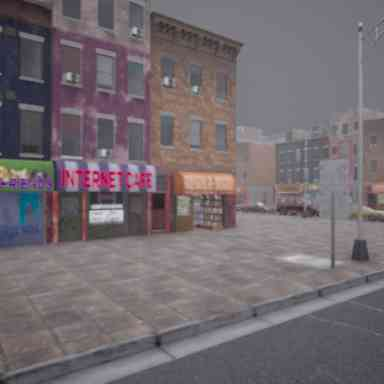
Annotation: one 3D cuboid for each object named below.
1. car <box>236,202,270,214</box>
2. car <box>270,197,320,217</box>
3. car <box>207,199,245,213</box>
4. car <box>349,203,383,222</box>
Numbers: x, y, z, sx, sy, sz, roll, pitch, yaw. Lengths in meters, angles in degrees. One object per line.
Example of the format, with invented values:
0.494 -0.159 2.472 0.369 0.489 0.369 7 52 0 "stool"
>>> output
7.116 1.692 35.963 1.802 1.307 4.206 0 0 -36 "car"
10.284 1.411 31.526 2.192 1.841 5.009 0 0 -36 "car"
4.047 1.650 40.262 1.752 1.417 4.829 0 0 -36 "car"
13.551 1.607 26.950 1.752 1.417 4.829 0 0 -36 "car"
